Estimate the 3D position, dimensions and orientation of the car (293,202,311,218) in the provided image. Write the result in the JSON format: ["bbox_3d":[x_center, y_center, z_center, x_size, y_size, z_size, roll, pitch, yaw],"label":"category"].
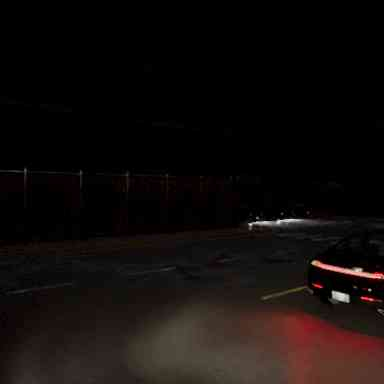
[{"bbox_3d":[9.604,1.739,33.104,1.812,1.442,4.674,0,0,-34],"label":"car"}]

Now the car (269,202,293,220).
[{"bbox_3d":[6.762,1.756,30.906,1.994,1.385,4.181,0,0,-35],"label":"car"}]

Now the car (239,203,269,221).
[{"bbox_3d":[3.750,1.719,29.103,2.033,1.411,5.357,0,0,-35],"label":"car"}]

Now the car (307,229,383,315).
[{"bbox_3d":[4.435,1.535,6.926,4.902,1.511,2.128,0,0,-36],"label":"car"}]
